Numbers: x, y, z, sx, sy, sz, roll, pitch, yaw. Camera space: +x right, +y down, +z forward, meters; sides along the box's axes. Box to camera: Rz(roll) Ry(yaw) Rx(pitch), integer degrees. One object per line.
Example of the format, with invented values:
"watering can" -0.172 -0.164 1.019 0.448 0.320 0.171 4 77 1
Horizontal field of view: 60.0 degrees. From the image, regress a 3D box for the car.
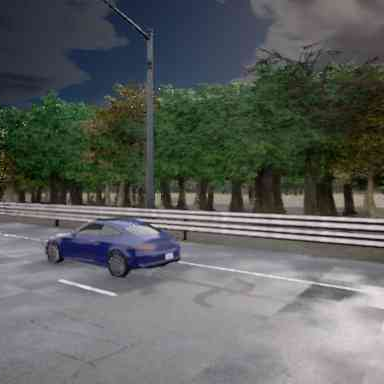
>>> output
"car" -2.469 1.507 10.032 4.674 1.442 1.812 0 0 35
